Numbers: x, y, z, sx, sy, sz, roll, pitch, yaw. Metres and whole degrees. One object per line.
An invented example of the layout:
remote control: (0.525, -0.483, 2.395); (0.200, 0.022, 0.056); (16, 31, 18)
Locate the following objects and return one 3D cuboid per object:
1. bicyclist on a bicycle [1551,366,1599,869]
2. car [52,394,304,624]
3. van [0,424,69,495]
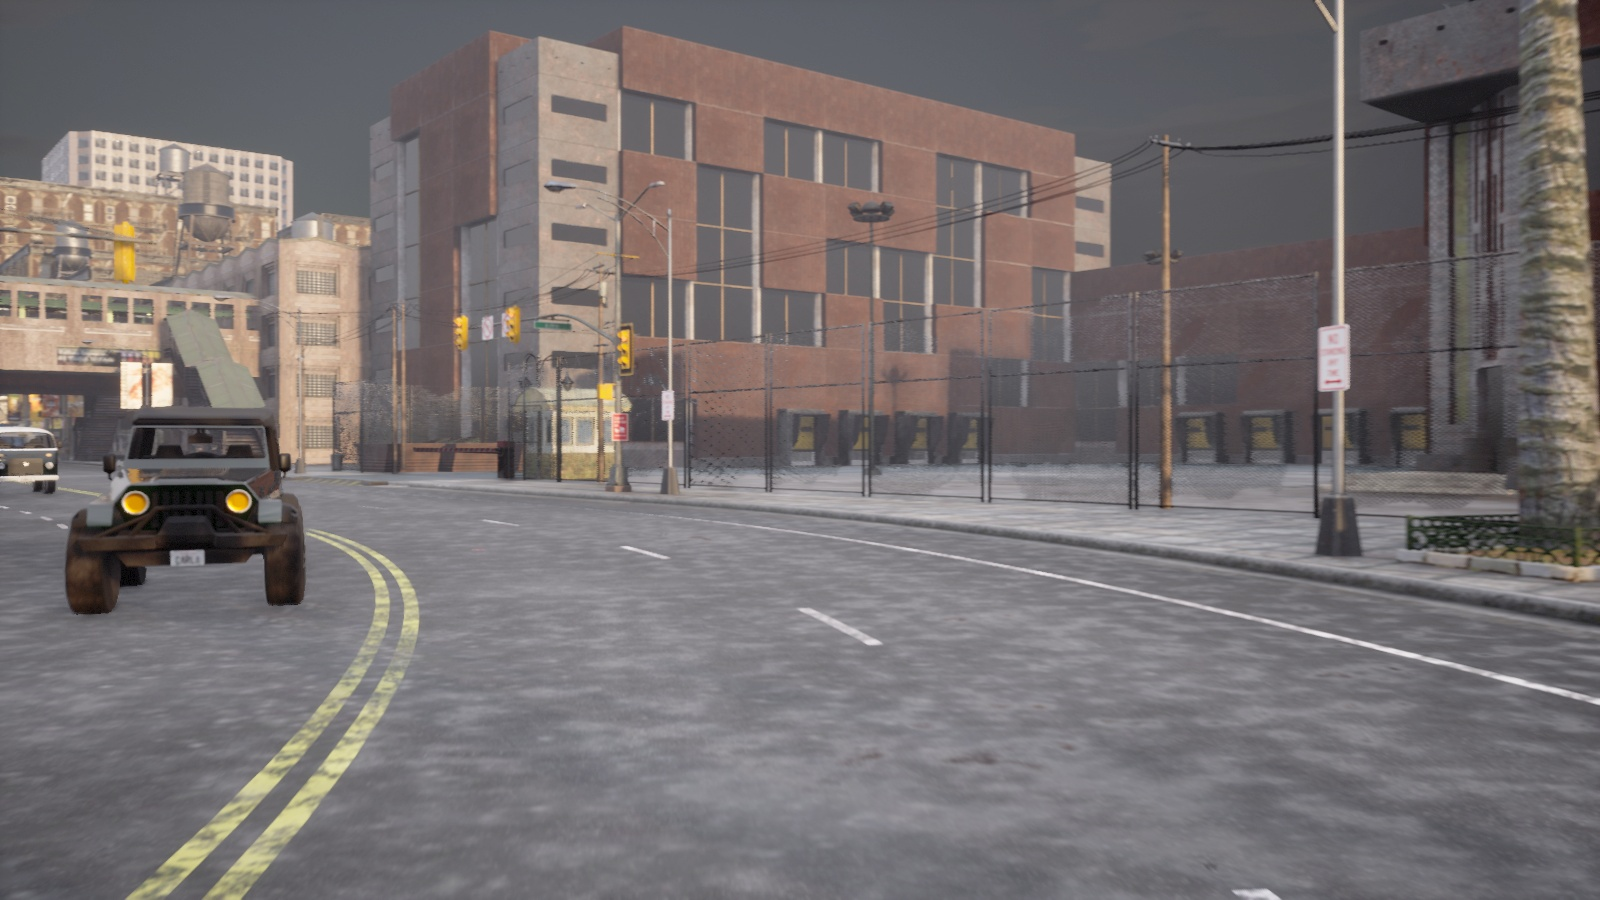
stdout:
bicyclist on a bicycle: (3.213, 0.595, 3.786); (0.659, 1.776, 1.843); (0, 1, -6)
car: (-5.929, 0.473, 12.412); (1.905, 1.878, 3.866); (0, 0, -21)
van: (-23.807, 0.259, 38.207); (2.069, 2.038, 4.480); (0, 0, -39)
